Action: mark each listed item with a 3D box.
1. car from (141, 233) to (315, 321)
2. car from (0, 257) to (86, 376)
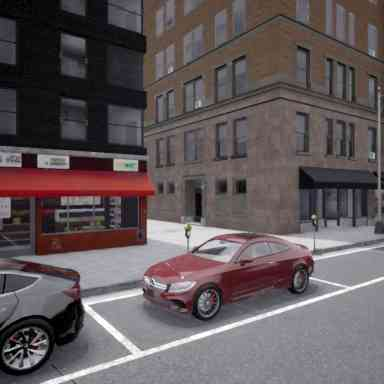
[{"bbox_3d":[0.954,1.582,7.218,4.206,1.307,1.802,0,0,-36],"label":"car"},{"bbox_3d":[-3.523,1.566,4.022,4.313,1.339,1.947,0,0,-36],"label":"car"}]
